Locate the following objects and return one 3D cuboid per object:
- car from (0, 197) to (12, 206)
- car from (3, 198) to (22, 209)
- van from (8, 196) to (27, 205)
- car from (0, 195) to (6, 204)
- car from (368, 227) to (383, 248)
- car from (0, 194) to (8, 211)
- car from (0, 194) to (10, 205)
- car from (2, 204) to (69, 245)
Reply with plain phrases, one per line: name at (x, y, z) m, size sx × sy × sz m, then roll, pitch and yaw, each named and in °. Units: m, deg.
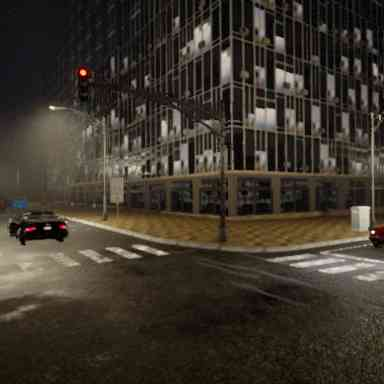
car at (-30.625, 1.572, 54.285) m, size 1.802 × 1.307 × 4.206 m, roll 0°, pitch 0°, yaw -34°
car at (-24.231, 1.571, 44.886) m, size 1.802 × 1.307 × 4.206 m, roll 0°, pitch 0°, yaw -34°
van at (-21.033, 1.328, 40.187) m, size 1.690 × 1.788 × 3.998 m, roll 0°, pitch 0°, yaw -34°
car at (-37.020, 1.431, 63.683) m, size 1.967 × 1.590 × 4.097 m, roll 0°, pitch 0°, yaw -34°
car at (9.780, 1.778, 14.624) m, size 4.718 × 1.301 × 1.895 m, roll 1°, pitch -1°, yaw -35°
car at (-22.933, 1.355, 38.359) m, size 2.097 × 1.767 × 4.553 m, roll 0°, pitch 0°, yaw -34°
car at (-33.822, 1.306, 58.984) m, size 2.192 × 1.841 × 5.009 m, roll 0°, pitch 0°, yaw -34°
car at (-7.381, 1.537, 15.708) m, size 2.033 × 1.411 × 5.357 m, roll 0°, pitch 0°, yaw -36°
